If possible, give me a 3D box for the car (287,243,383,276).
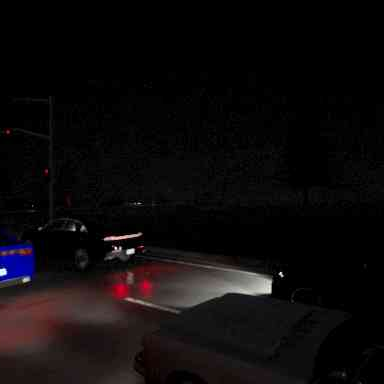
[{"bbox_3d":[3.535,1.564,5.764,4.181,1.385,1.994,0,0,36],"label":"car"}]

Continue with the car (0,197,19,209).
[{"bbox_3d":[-24.373,1.499,44.818,1.837,1.490,4.892,0,0,35],"label":"car"}]

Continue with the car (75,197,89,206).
[{"bbox_3d":[-18.811,1.542,52.814,2.033,1.411,5.357,0,0,35],"label":"car"}]

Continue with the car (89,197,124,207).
[{"bbox_3d":[-12.379,1.487,49.799,2.128,1.511,4.902,0,0,35],"label":"car"}]

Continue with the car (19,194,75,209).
[{"bbox_3d":[-18.049,1.218,41.651,2.150,2.045,5.566,0,0,35],"label":"car"}]

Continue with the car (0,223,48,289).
[{"bbox_3d":[-5.866,1.477,8.163,5.008,1.535,1.882,0,0,36],"label":"car"}]

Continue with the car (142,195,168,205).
[{"bbox_3d":[-6.107,1.348,58.786,2.097,1.767,4.553,0,0,35],"label":"car"}]

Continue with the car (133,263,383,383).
[{"bbox_3d":[1.749,1.601,2.746,4.718,1.301,1.895,0,0,36],"label":"car"}]

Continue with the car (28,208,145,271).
[{"bbox_3d":[-3.731,1.490,10.939,4.902,1.511,2.128,0,0,36],"label":"car"}]

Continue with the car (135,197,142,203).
[{"bbox_3d":[-9.406,1.559,66.215,1.994,1.385,4.181,0,0,35],"label":"car"}]

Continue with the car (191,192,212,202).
[{"bbox_3d":[2.143,1.077,70.369,2.150,2.045,5.566,0,0,36],"label":"car"}]
